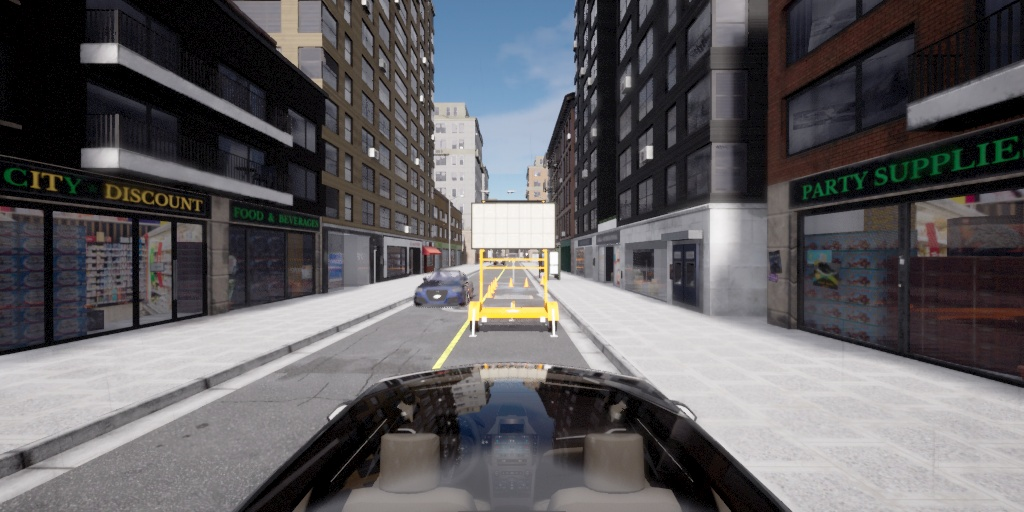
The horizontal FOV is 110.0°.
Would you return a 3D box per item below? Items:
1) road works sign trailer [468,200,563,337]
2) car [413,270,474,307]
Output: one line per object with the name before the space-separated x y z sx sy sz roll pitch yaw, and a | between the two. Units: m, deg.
road works sign trailer | 0.044 0.213 10.271 2.380 3.560 2.880 0 0 0
car | -2.781 1.311 15.318 1.994 1.385 4.181 0 0 0
